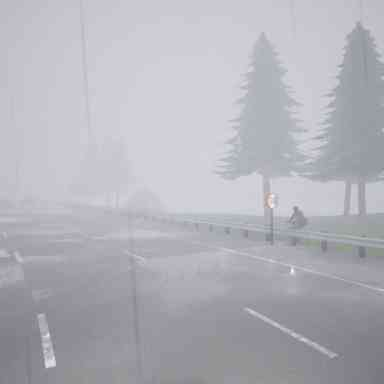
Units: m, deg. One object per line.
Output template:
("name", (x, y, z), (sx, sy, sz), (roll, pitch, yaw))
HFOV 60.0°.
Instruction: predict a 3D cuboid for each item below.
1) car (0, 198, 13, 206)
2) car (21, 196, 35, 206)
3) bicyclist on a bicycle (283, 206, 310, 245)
("car", (-29.644, 1.601, 52.749), (1.895, 1.301, 4.718), (0, 0, -32))
("car", (-28.082, 1.504, 56.868), (1.837, 1.490, 4.892), (0, 0, -32))
("bicyclist on a bicycle", (4.421, 1.432, 13.958), (1.656, 1.620, 0.582), (6, -3, -31))
